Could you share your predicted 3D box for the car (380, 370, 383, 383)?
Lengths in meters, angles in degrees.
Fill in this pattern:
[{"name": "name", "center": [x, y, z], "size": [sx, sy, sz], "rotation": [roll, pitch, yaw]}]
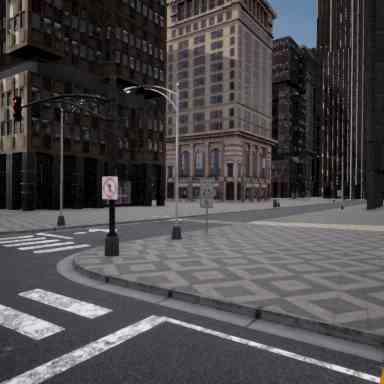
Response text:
[{"name": "car", "center": [3.507, 1.478, 1.192], "size": [5.008, 1.535, 1.882], "rotation": [0, 0, 35]}]
